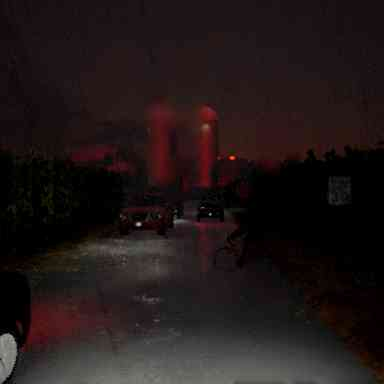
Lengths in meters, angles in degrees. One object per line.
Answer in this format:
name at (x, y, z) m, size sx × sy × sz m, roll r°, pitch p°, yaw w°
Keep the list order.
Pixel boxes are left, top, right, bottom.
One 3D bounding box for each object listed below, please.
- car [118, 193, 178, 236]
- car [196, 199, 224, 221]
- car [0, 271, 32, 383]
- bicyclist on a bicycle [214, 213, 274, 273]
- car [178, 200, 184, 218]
car at (-2.287, 1.097, 17.936) m, size 2.150 × 2.045 × 5.566 m, roll 0°, pitch 0°, yaw 3°
car at (1.361, 1.285, 24.676) m, size 2.128 × 1.511 × 4.902 m, roll 0°, pitch 0°, yaw 3°
car at (-3.151, 1.473, 2.375) m, size 1.882 × 1.535 × 5.008 m, roll 0°, pitch 0°, yaw 3°
bicyclist on a bicycle at (1.419, 1.406, 9.140) m, size 1.656 × 1.620 × 0.582 m, roll 0°, pitch 0°, yaw 3°
car at (-1.701, 1.326, 27.338) m, size 2.033 × 1.411 × 5.357 m, roll 0°, pitch 0°, yaw 3°
